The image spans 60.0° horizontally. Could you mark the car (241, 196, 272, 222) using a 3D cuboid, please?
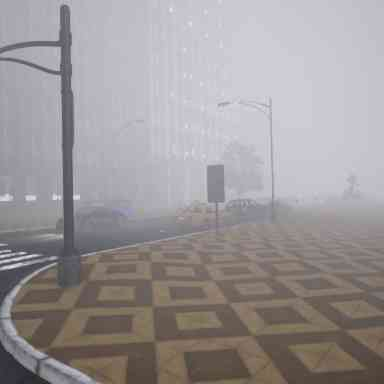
[{"bbox_3d":[3.836,1.206,23.476,1.967,1.590,4.097,-2,-1,35],"label":"car"}]

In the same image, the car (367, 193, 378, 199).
[{"bbox_3d":[45.113,1.005,83.199,2.008,1.369,4.403,-2,-1,35],"label":"car"}]

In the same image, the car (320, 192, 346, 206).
[{"bbox_3d":[19.773,1.159,46.611,1.752,1.417,4.829,-2,-1,35],"label":"car"}]

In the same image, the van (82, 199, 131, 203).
[{"bbox_3d":[-6.004,1.363,23.332,1.690,1.788,3.998,-2,-1,35],"label":"van"}]

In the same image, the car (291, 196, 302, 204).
[{"bbox_3d":[16.198,1.390,55.588,2.008,1.369,4.403,-2,-1,35],"label":"car"}]

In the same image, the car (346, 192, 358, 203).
[{"bbox_3d":[26.012,1.027,55.668,1.967,1.590,4.097,-2,-1,35],"label":"car"}]

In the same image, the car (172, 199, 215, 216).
[{"bbox_3d":[0.245,1.492,32.407,1.752,1.417,4.829,-2,-1,35],"label":"car"}]

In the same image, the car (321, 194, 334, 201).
[{"bbox_3d":[32.054,1.271,78.629,1.887,1.381,4.507,-2,-1,35],"label":"car"}]

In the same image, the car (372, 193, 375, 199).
[{"bbox_3d":[38.782,1.061,73.998,1.947,1.339,4.313,-2,-1,35],"label":"car"}]

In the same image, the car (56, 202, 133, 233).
[{"bbox_3d":[-5.658,1.527,19.233,1.994,1.385,4.181,-2,-1,35],"label":"car"}]

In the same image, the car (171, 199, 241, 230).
[{"bbox_3d":[0.768,1.318,19.015,1.752,1.417,4.829,-2,-1,35],"label":"car"}]

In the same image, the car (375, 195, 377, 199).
[{"bbox_3d":[42.043,0.999,78.739,1.752,1.417,4.829,-2,-1,35],"label":"car"}]

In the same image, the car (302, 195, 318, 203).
[{"bbox_3d":[22.538,1.233,64.806,1.967,1.590,4.097,-2,-1,35],"label":"car"}]

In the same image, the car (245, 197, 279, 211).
[{"bbox_3d":[8.468,1.389,39.722,2.033,1.411,5.357,-2,-1,35],"label":"car"}]

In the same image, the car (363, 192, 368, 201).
[{"bbox_3d":[32.387,0.980,64.839,1.967,1.590,4.097,-2,-1,35],"label":"car"}]

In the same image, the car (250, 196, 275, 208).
[{"bbox_3d":[9.853,1.328,46.372,1.967,1.590,4.097,-2,-1,35],"label":"car"}]

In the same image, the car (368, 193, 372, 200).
[{"bbox_3d":[35.573,0.833,69.426,2.192,1.841,5.009,-2,-1,35],"label":"car"}]

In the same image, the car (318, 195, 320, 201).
[{"bbox_3d":[25.712,1.315,69.413,1.887,1.381,4.507,-2,-1,35],"label":"car"}]

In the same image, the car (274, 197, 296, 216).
[{"bbox_3d":[7.005,1.320,28.076,1.802,1.307,4.206,-2,-1,35],"label":"car"}]

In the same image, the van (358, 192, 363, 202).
[{"bbox_3d":[29.203,0.904,60.251,1.690,1.788,3.998,-2,-1,35],"label":"van"}]
